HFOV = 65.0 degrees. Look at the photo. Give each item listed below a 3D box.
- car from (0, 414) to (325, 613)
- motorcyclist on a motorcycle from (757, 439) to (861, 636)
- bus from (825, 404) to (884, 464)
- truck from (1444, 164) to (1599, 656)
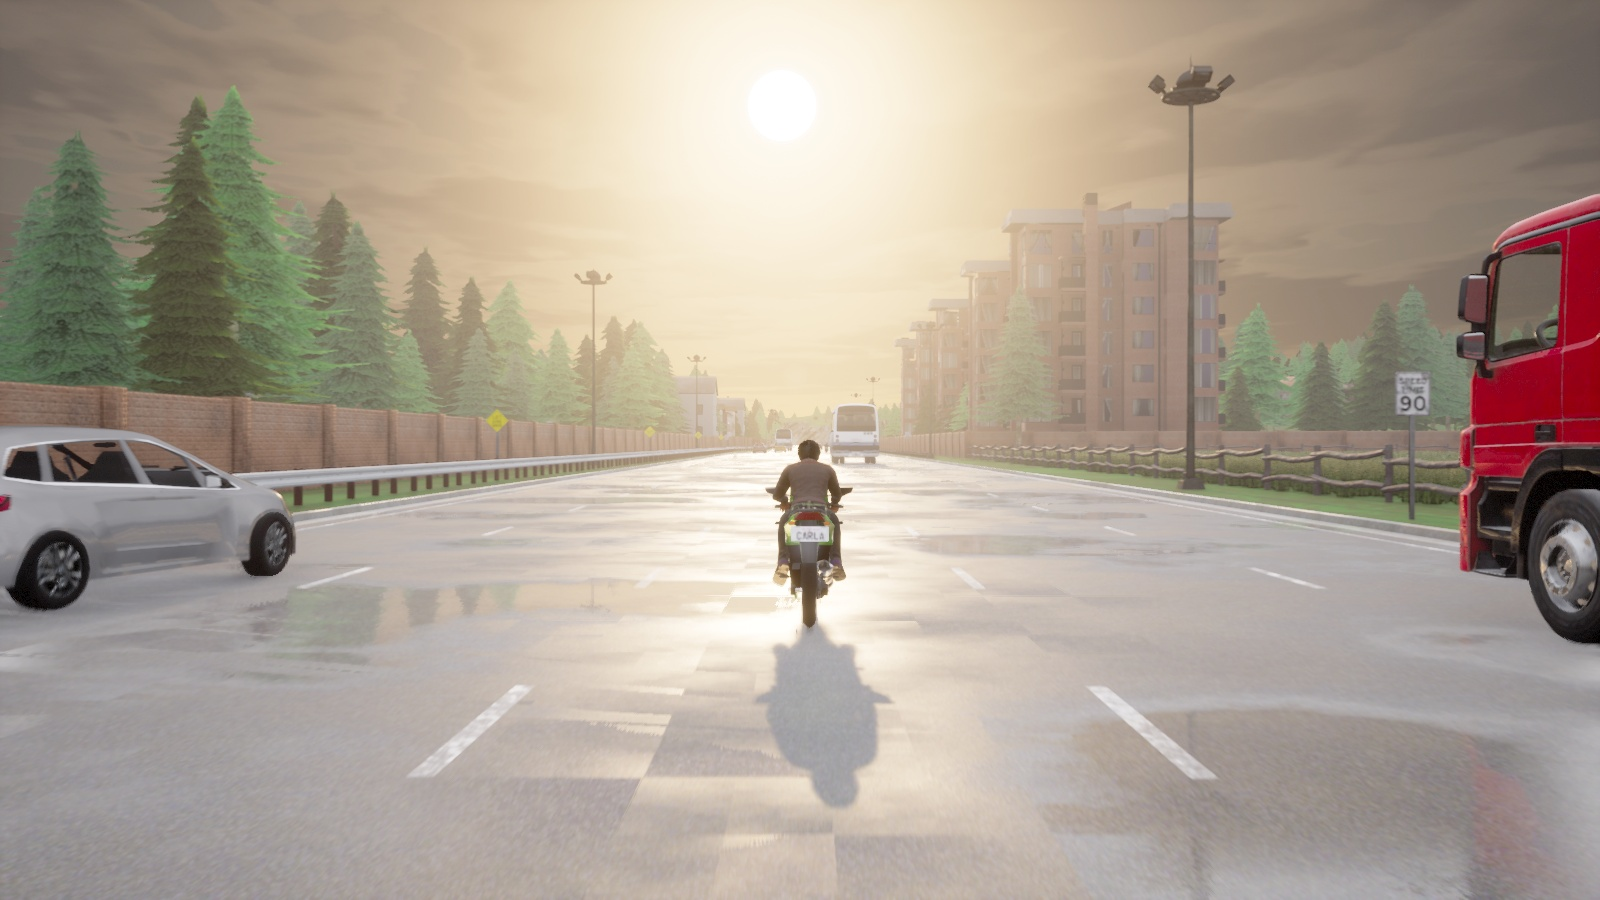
[{"bbox_3d":[-7.260,0.512,12.875,2.242,1.667,4.611,0,0,14],"label":"car"},{"bbox_3d":[0.076,0.668,10.720,0.797,1.523,2.044,0,0,0],"label":"motorcyclist on a motorcycle"},{"bbox_3d":[3.924,-1.153,93.250,3.944,4.253,10.273,0,0,0],"label":"bus"},{"bbox_3d":[7.056,-0.269,6.998,2.891,3.462,7.936,0,0,0],"label":"truck"}]
